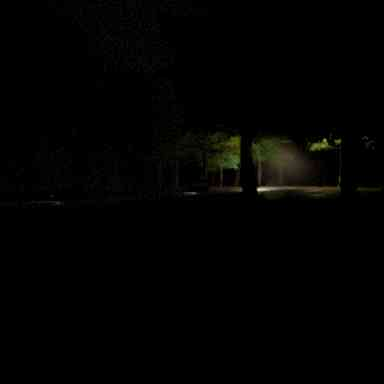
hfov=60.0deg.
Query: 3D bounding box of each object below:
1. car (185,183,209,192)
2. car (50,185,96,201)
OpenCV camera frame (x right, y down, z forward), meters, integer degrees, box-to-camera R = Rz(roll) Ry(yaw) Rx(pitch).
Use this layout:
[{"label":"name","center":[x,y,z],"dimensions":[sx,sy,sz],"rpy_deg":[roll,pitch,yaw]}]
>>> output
[{"label":"car","center":[0.815,-0.730,52.689],"dimensions":[1.812,1.442,4.674],"rpy_deg":[1,2,38]},{"label":"car","center":[-12.622,0.077,35.343],"dimensions":[1.837,1.490,4.892],"rpy_deg":[1,3,38]}]
